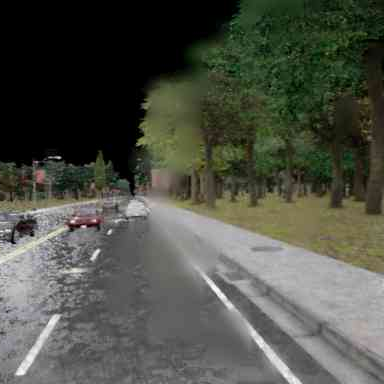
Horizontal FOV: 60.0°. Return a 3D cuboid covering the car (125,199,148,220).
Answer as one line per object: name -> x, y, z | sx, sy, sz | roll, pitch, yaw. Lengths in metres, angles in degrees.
car -> -4.899, 1.622, 29.412 | 1.812, 1.442, 4.674 | -2, 0, -9

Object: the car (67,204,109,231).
car -> -6.806, 1.771, 21.923 | 1.895, 1.301, 4.718 | -2, 0, -10

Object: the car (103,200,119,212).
car -> -10.498, 1.755, 43.146 | 2.128, 1.511, 4.902 | -2, 0, -9

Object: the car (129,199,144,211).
car -> -7.362, 1.688, 43.902 | 1.812, 1.442, 4.674 | -2, 0, -9

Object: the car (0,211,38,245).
car -> -9.345, 1.753, 16.937 | 2.128, 1.511, 4.902 | -2, 0, -10
